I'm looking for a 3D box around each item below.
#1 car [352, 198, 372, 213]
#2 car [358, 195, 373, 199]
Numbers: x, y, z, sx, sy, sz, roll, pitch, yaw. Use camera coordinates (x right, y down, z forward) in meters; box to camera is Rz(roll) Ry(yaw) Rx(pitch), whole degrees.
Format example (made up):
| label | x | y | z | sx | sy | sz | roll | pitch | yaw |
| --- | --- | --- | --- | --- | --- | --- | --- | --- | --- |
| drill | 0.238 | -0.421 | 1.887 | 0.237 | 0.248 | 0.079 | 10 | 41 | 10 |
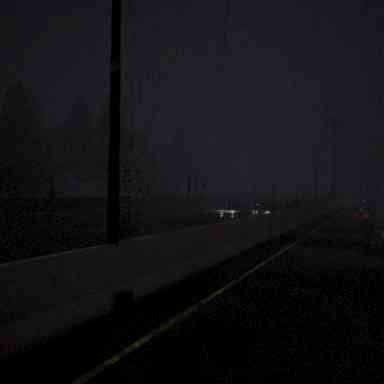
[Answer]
| label | x | y | z | sx | sy | sz | roll | pitch | yaw |
| --- | --- | --- | --- | --- | --- | --- | --- | --- | --- |
| car | 20.969 | 1.794 | 41.140 | 1.895 | 1.301 | 4.718 | 1 | 0 | 28 |
| car | 27.790 | 1.482 | 53.628 | 2.150 | 2.045 | 5.566 | 1 | 0 | 29 |
